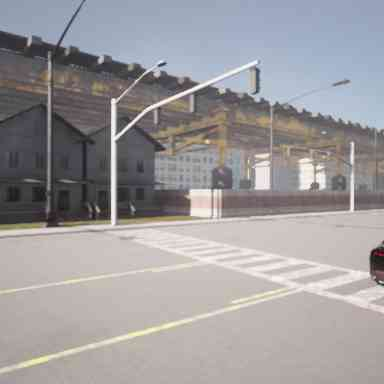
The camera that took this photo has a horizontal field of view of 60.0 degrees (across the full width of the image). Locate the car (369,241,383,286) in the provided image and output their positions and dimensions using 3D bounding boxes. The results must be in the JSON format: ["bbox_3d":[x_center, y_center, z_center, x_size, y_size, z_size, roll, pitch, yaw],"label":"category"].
[{"bbox_3d":[6.266,1.528,8.224,4.892,1.490,1.837,0,0,-35],"label":"car"}]
